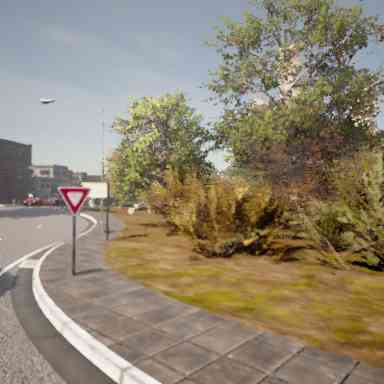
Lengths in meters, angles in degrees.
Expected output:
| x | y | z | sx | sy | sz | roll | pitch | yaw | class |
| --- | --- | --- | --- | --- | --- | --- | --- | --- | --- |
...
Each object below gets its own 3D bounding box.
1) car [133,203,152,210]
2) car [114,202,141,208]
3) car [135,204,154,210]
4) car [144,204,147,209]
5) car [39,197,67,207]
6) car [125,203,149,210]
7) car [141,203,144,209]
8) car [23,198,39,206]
| x | y | z | sx | sy | sz | roll | pitch | yaw | class |
| --- | --- | --- | --- | --- | --- | --- | --- | --- | --- |
| -12.635 | 3.691 | 85.212 | 4.553 | 1.767 | 2.185 | 1 | -3 | 4 | car |
| -13.685 | 2.778 | 68.748 | 4.892 | 1.521 | 2.231 | 1 | -4 | 4 | car |
| -12.431 | 4.015 | 87.951 | 4.674 | 1.452 | 2.002 | 1 | -3 | 4 | car |
| -13.316 | 3.135 | 74.232 | 4.892 | 1.521 | 2.231 | 1 | -4 | 4 | car |
| -19.989 | 1.491 | 49.113 | 2.033 | 1.411 | 5.357 | 1 | -2 | 1 | car |
| -13.149 | 3.476 | 79.733 | 5.366 | 1.575 | 1.946 | 1 | -3 | 4 | car |
| -13.506 | 2.957 | 71.491 | 5.008 | 1.535 | 2.097 | 1 | -4 | 4 | car |
| -23.018 | 1.493 | 49.179 | 1.895 | 1.301 | 4.718 | 1 | -2 | -3 | car |
